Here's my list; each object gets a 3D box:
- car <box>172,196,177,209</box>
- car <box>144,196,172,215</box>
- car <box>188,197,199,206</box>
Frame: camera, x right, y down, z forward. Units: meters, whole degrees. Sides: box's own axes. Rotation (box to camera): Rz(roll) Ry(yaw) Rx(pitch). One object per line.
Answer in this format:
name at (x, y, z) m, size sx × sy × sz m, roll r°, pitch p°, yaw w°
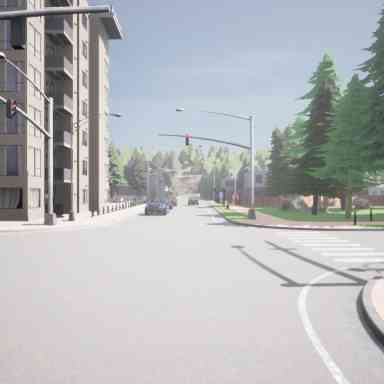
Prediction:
car at (-3.413, 1.491, 42.518) m, size 2.128 × 1.511 × 4.902 m, roll 0°, pitch 0°, yaw 1°
car at (-3.455, 1.352, 33.300) m, size 2.097 × 1.767 × 4.553 m, roll 0°, pitch 0°, yaw 0°
car at (0.225, 1.547, 55.778) m, size 2.033 × 1.411 × 5.357 m, roll 0°, pitch 0°, yaw 0°
